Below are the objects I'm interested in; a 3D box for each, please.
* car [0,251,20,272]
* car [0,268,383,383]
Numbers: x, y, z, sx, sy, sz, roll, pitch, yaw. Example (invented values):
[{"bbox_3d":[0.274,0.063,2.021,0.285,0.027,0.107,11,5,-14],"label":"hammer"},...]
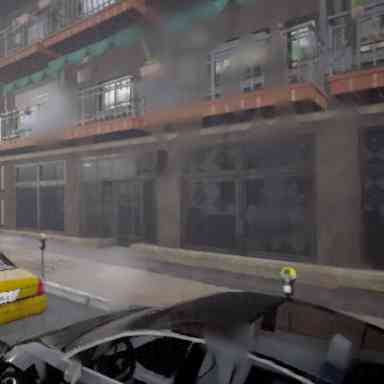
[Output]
[{"bbox_3d":[-4.605,1.476,6.125,4.829,1.417,1.752,0,-1,35],"label":"car"},{"bbox_3d":[0.152,1.557,2.738,4.313,1.339,1.947,0,-1,35],"label":"car"}]
